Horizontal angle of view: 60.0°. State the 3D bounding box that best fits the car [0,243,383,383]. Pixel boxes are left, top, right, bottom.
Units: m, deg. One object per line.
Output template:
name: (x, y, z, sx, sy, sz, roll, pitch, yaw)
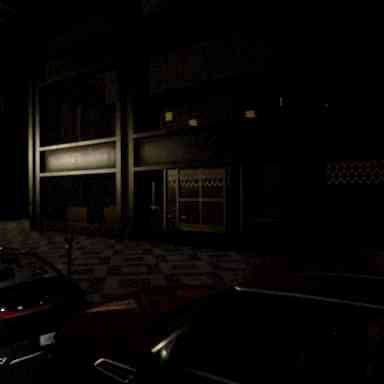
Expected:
car: (1.075, 1.315, 2.206, 5.009, 1.841, 2.192, 0, 0, 34)
